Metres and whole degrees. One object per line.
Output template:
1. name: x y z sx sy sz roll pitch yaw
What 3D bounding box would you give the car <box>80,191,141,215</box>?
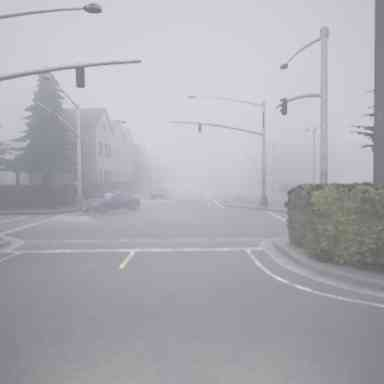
1. car: -5.623 0.702 23.487 1.812 1.442 4.674 3 4 36

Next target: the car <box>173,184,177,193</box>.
1. car: -3.777 -0.701 59.999 1.882 1.535 5.008 -1 2 0

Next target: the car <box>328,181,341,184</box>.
1. car: 25.244 -1.103 59.644 2.152 1.636 5.027 -1 2 -1

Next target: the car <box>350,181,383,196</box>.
1. car: 22.217 -0.506 42.251 1.932 1.855 4.605 -1 2 -1

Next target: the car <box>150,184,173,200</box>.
1. car: -3.756 0.120 39.041 2.033 1.411 5.357 -1 2 0

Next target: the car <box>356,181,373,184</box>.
1. car: 18.981 -0.212 34.367 1.905 1.878 3.866 -1 2 -1

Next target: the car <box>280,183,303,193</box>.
1. car: 15.214 -0.595 52.220 2.007 1.523 4.514 -1 2 -1
